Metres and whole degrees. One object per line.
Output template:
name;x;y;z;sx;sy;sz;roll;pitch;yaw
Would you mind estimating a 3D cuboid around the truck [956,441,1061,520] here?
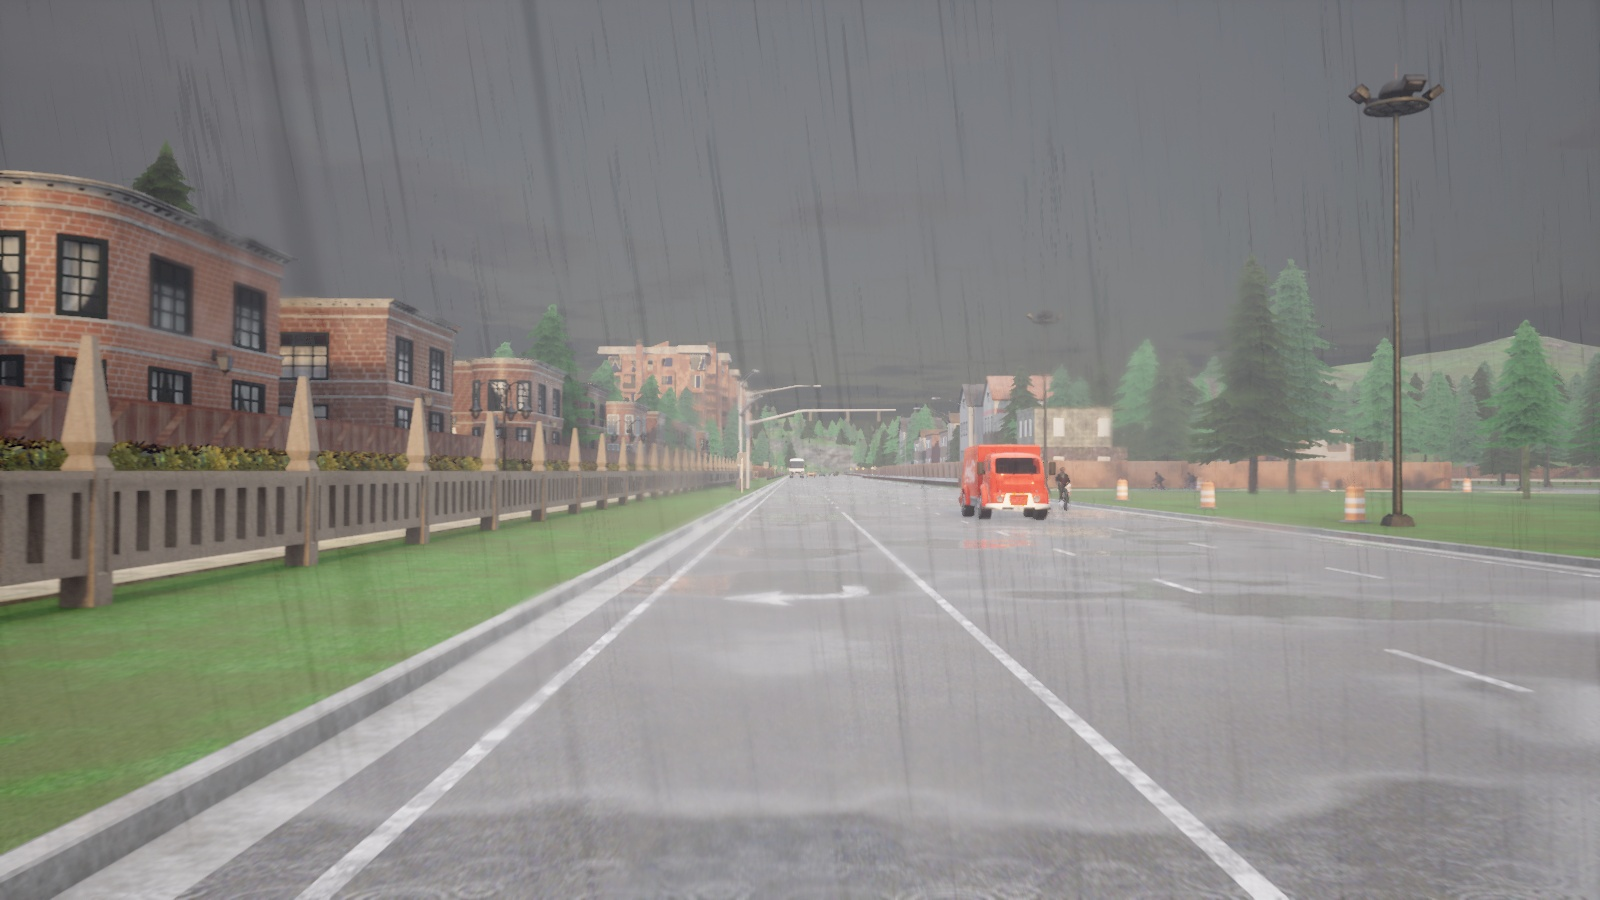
truck;6.896;1.005;42.128;2.627;2.467;5.204;0;-1;0
